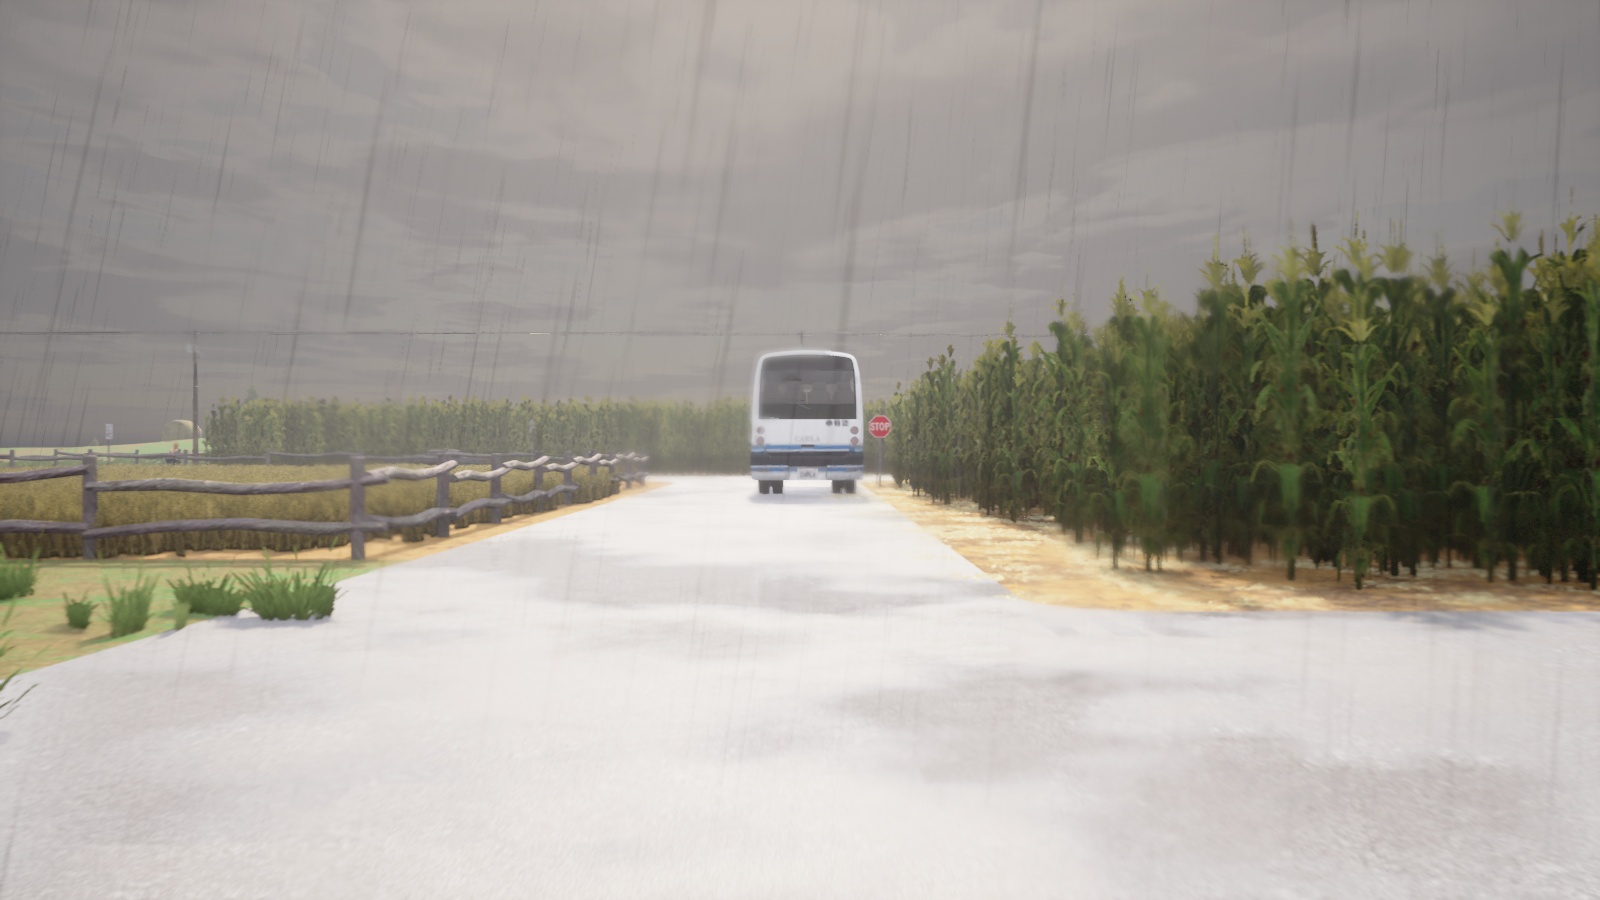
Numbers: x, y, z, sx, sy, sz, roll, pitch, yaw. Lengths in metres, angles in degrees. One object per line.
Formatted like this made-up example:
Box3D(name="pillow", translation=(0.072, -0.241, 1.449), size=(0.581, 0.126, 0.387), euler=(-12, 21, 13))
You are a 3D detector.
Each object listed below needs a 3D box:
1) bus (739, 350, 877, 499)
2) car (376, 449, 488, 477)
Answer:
Box3D(name="bus", translation=(0.251, -0.790, 41.030), size=(3.944, 4.253, 10.273), euler=(0, 1, 0))
Box3D(name="car", translation=(-17.219, 0.601, 58.911), size=(4.718, 1.301, 1.895), euler=(0, 0, 0))
